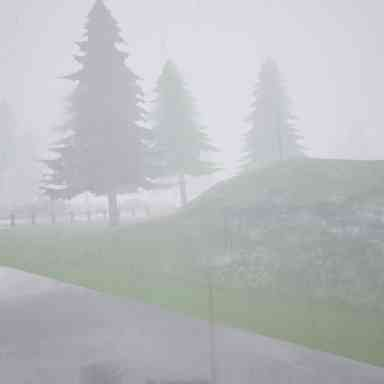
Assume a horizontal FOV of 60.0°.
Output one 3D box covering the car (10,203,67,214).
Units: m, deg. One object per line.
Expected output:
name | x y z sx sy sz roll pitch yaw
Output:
car | -14.213 1.389 31.037 2.128 1.511 4.902 0 0 44

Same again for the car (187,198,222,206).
car | 1.490 1.467 44.369 5.357 1.411 2.033 0 0 -34

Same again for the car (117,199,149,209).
car | -6.947 1.470 37.928 4.181 1.385 1.994 0 0 -39
